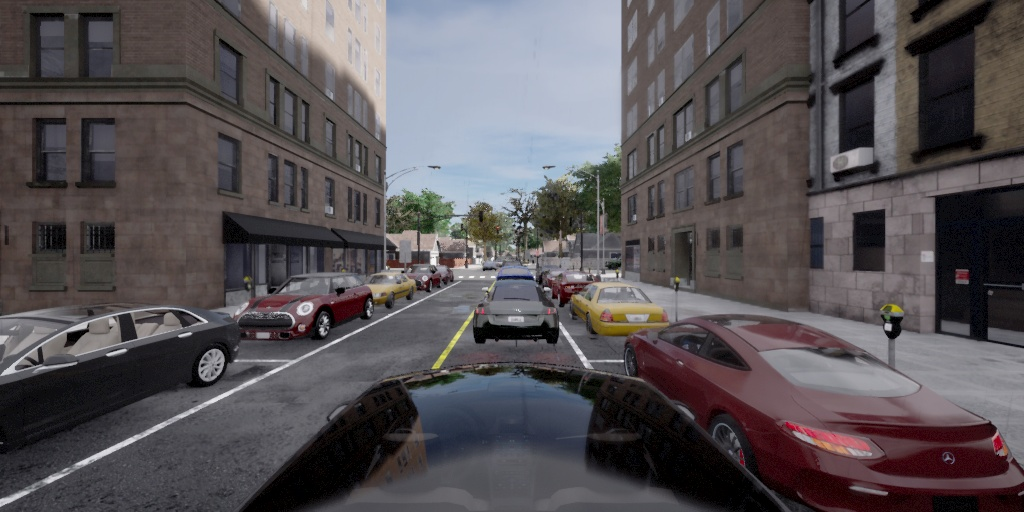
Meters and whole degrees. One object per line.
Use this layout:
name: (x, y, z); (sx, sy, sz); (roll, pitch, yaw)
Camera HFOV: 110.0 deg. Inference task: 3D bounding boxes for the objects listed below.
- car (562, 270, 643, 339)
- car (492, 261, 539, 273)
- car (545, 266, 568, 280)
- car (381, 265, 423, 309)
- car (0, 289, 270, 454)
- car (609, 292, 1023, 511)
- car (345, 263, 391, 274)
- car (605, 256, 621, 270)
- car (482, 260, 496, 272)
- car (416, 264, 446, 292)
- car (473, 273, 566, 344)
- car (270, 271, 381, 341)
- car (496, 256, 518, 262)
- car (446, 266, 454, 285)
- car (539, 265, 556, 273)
car: (2.657, 1.278, 9.889); (1.751, 1.417, 4.829); (0, 0, 0)
car: (0.123, 1.235, 18.629); (1.882, 1.535, 5.008); (0, 0, -1)
car: (2.671, 1.300, 15.237); (1.888, 1.381, 4.507); (0, 0, 0)
car: (-5.354, 1.280, 15.086); (1.751, 1.417, 4.829); (0, 0, 0)
car: (-5.384, 1.301, 4.219); (2.007, 1.370, 4.403); (0, 0, 0)
car: (2.641, 1.332, 4.201); (1.802, 1.307, 4.207); (0, 0, 0)
car: (-17.088, 1.467, 42.616); (4.718, 1.301, 1.895); (0, 0, -2)
car: (15.610, 0.895, 49.213); (5.566, 2.045, 2.150); (0, 0, 0)
car: (-2.878, 1.327, 46.850); (2.033, 1.411, 5.357); (0, 0, -1)
car: (-5.338, 1.198, 20.775); (1.967, 1.591, 4.097); (0, 0, 0)
car: (0.111, 1.316, 9.636); (1.994, 1.385, 4.181); (0, 0, 1)
car: (-5.369, 1.192, 9.738); (1.967, 1.591, 4.097); (0, 0, 0)
car: (0.071, 1.114, 27.854); (2.097, 1.767, 4.553); (0, 0, 0)
car: (-5.323, 1.343, 26.295); (1.802, 1.307, 4.207); (0, 0, 0)
car: (2.687, 1.340, 20.755); (1.802, 1.307, 4.207); (0, 0, 0)
